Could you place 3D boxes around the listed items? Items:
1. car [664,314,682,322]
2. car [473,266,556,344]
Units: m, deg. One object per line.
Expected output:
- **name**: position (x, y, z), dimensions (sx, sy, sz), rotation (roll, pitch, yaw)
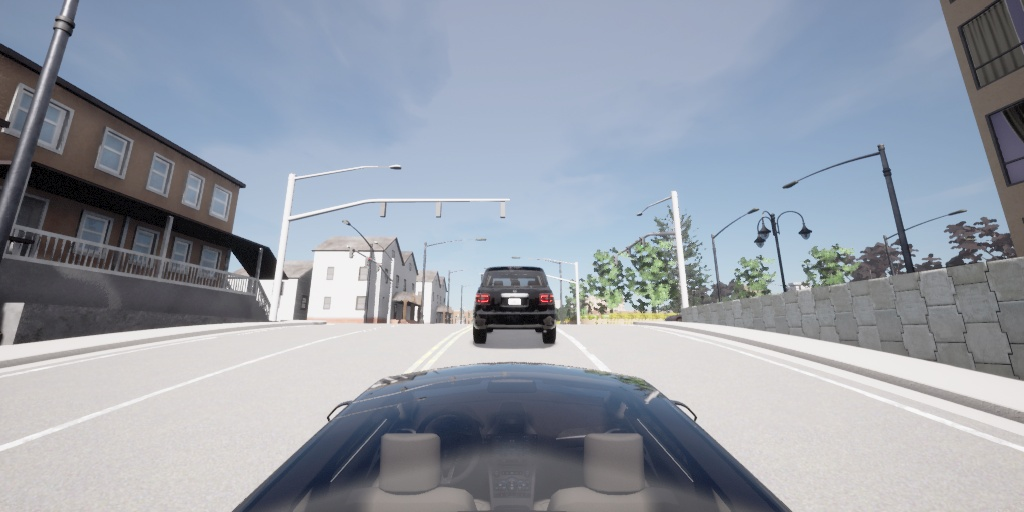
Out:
- **car**: position (15.891, 5.452, 31.712), dimensions (4.553, 1.767, 2.097), rotation (0, -12, 1)
- **car**: position (0.071, 1.501, 11.181), dimensions (2.150, 2.045, 5.566), rotation (0, -7, 0)
